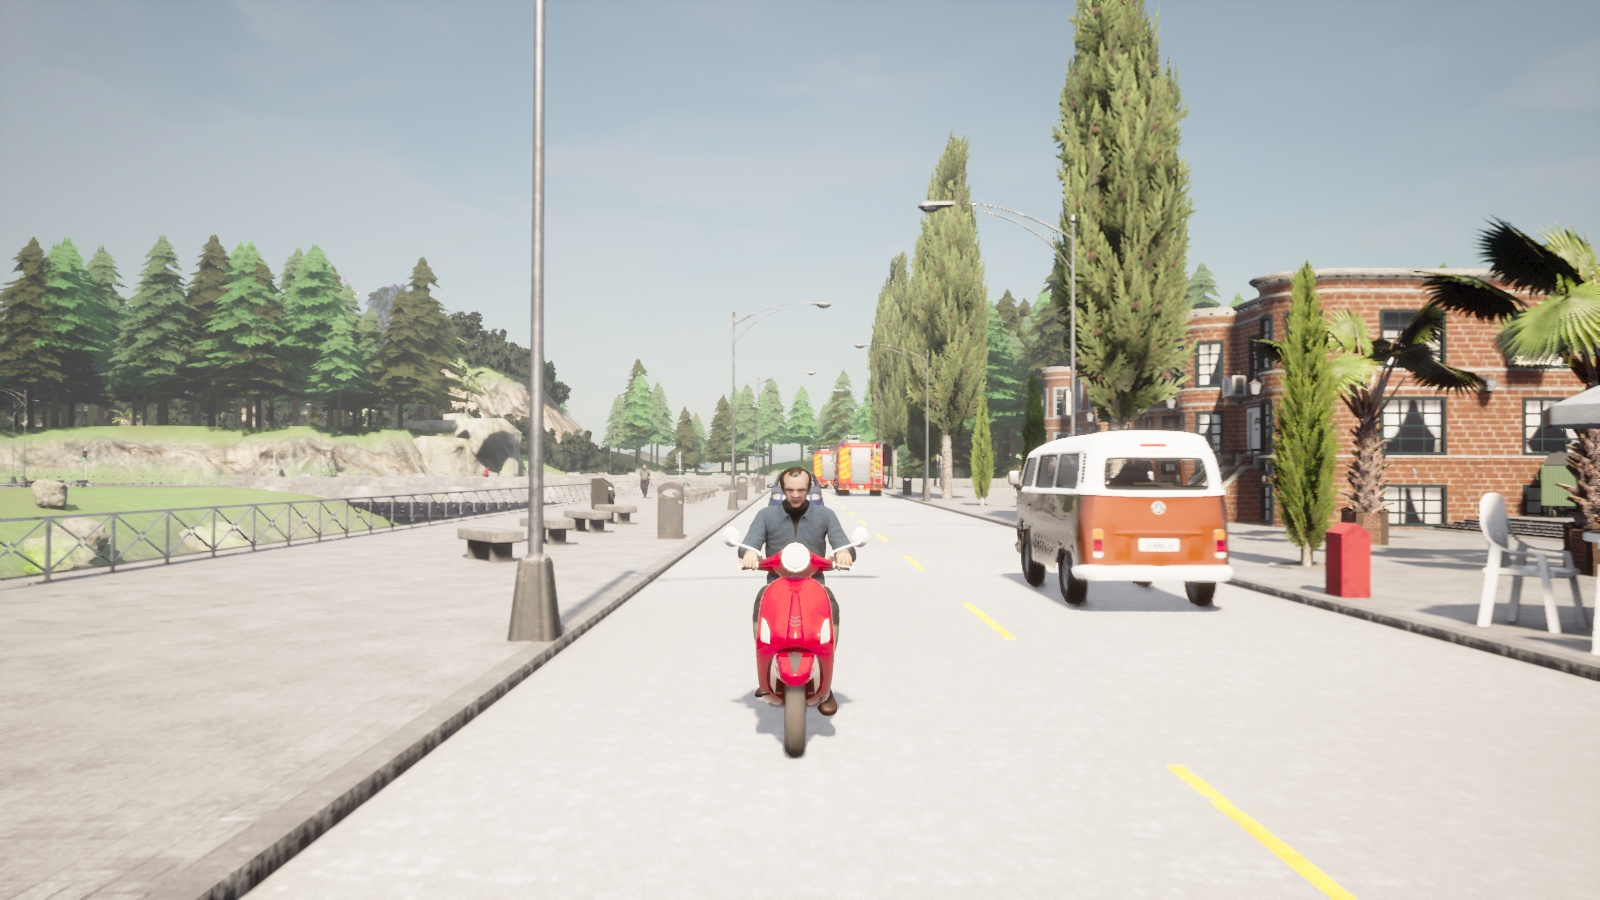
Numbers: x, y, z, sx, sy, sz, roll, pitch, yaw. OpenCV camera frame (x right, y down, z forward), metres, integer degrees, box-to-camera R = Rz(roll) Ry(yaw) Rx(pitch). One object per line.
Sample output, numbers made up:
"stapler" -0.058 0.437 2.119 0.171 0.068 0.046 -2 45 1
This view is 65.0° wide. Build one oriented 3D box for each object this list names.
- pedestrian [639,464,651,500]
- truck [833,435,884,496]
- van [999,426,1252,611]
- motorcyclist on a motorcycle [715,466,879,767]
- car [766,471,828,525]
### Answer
"pedestrian" -7.985 1.641 64.802 0.540 1.848 0.694 0 -1 1
"truck" 3.782 1.020 82.771 2.891 3.827 8.468 0 -1 0
"van" 3.956 0.793 16.148 2.069 2.038 4.480 0 -1 0
"motorcyclist on a motorcycle" -0.020 0.895 7.565 0.866 1.590 1.817 0 -1 0
"car" -0.099 1.435 38.309 1.789 1.549 3.705 0 -1 0
